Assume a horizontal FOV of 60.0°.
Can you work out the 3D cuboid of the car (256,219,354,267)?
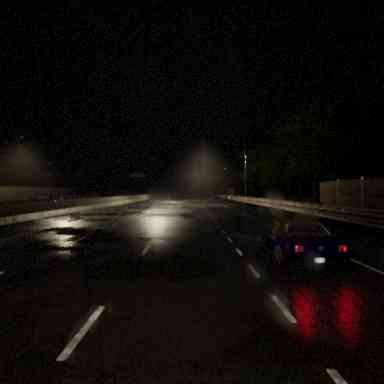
[{"bbox_3d":[3.481,1.582,11.339,1.895,1.301,4.718,0,0,-1],"label":"car"}]

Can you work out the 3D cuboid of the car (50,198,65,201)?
[{"bbox_3d":[-17.611,1.495,43.757,1.994,1.385,4.181,0,0,0],"label":"car"}]
